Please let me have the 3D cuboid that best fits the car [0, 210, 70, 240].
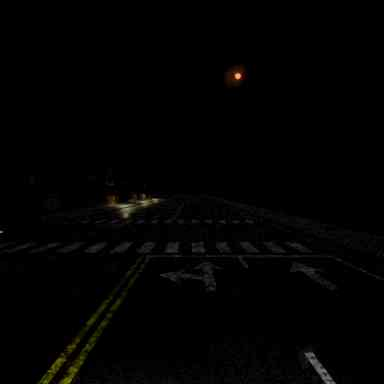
[{"bbox_3d":[-8.583,1.552,15.516,5.357,1.411,2.033,0,0,-33],"label":"car"}]
